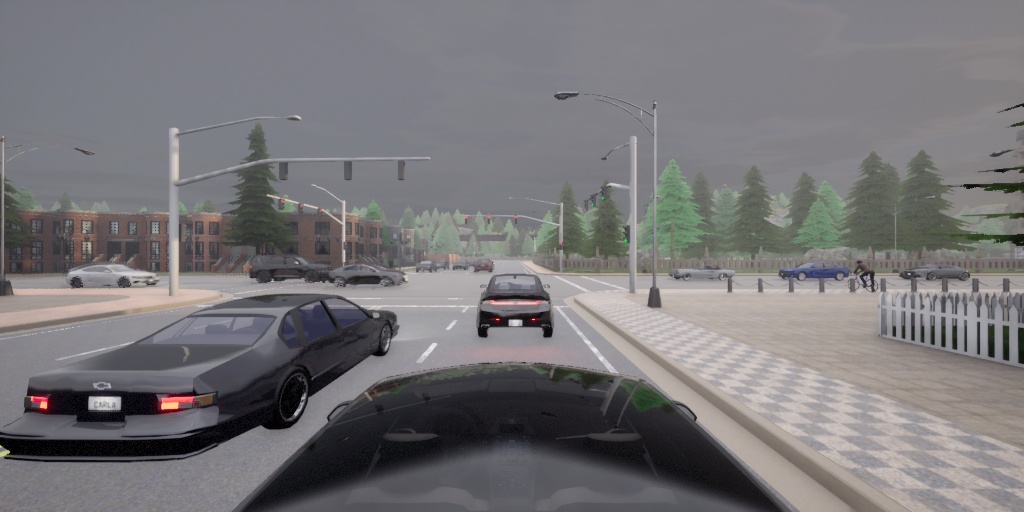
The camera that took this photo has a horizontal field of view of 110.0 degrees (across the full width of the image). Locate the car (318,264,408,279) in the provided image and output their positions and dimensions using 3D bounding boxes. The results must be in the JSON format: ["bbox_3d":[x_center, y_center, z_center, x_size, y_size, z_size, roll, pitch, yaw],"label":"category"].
[{"bbox_3d":[-9.162,1.242,22.843,4.902,1.511,2.128,0,0,2],"label":"car"}]

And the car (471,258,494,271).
[{"bbox_3d":[-3.380,1.102,44.231,2.097,1.767,4.553,0,0,1],"label":"car"}]

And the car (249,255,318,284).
[{"bbox_3d":[-16.289,0.972,26.663,5.566,2.045,2.150,0,0,-4],"label":"car"}]

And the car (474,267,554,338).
[{"bbox_3d":[0.087,1.242,10.217,2.128,1.511,4.902,0,0,0],"label":"car"}]

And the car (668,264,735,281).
[{"bbox_3d":[15.581,1.351,29.681,4.718,1.301,1.895,0,0,0],"label":"car"}]

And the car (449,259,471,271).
[{"bbox_3d":[-7.063,1.255,49.960,1.837,1.490,4.892,0,0,0],"label":"car"}]

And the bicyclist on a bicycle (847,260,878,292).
[{"bbox_3d":[18.260,1.052,18.693,0.582,1.620,1.656,0,0,0],"label":"bicyclist on a bicycle"}]

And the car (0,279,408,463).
[{"bbox_3d":[-3.434,1.297,5.552,2.033,1.411,5.357,0,0,1],"label":"car"}]

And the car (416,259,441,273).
[{"bbox_3d":[-10.557,1.276,44.543,1.812,1.442,4.674,0,0,0],"label":"car"}]

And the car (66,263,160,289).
[{"bbox_3d":[-25.387,1.276,22.843,4.674,1.442,1.812,0,0,-2],"label":"car"}]

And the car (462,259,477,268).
[{"bbox_3d":[-7.021,1.255,59.944,1.837,1.490,4.892,0,0,0],"label":"car"}]

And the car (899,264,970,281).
[{"bbox_3d":[34.847,1.314,29.636,4.181,1.385,1.994,0,0,1],"label":"car"}]

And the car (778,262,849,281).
[{"bbox_3d":[24.872,1.228,29.664,5.008,1.535,1.882,0,0,0],"label":"car"}]

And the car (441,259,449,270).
[{"bbox_3d":[-10.554,1.241,53.651,2.128,1.511,4.902,0,0,0],"label":"car"}]
